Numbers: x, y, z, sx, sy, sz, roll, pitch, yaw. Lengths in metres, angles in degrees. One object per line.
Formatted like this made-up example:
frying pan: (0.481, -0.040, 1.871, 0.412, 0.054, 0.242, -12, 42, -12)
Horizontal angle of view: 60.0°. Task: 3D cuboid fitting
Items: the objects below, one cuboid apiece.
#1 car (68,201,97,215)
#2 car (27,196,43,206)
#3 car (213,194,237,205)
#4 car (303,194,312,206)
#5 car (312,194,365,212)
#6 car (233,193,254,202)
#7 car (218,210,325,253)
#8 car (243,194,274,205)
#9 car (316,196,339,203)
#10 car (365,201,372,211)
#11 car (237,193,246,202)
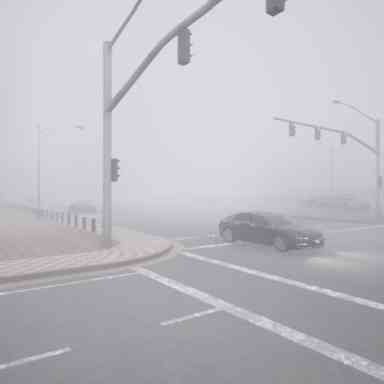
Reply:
car: (-11.308, 1.585, 34.223, 1.994, 1.385, 4.181, 0, 0, -36)
car: (-25.742, 1.442, 54.433, 1.837, 1.490, 4.892, 0, 0, -36)
car: (6.932, 1.479, 70.679, 1.970, 1.475, 3.806, 0, 0, -35)
car: (24.694, 1.257, 64.869, 1.932, 1.855, 4.605, 0, 0, -35)
car: (16.463, 1.217, 37.580, 1.932, 1.855, 4.605, 0, 0, -35)
car: (11.455, 1.247, 73.946, 1.932, 1.855, 4.605, 0, 0, -35)
car: (3.147, 1.565, 14.102, 1.837, 1.490, 4.892, 0, 0, -37)
car: (10.961, 1.469, 55.023, 1.970, 1.475, 3.806, 0, 0, -35)
car: (27.094, 1.473, 66.492, 1.784, 1.438, 3.905, 0, 0, -35)
car: (18.856, 1.225, 39.209, 1.905, 1.878, 3.866, 0, 0, -35)
car: (9.295, 1.453, 72.353, 1.784, 1.438, 3.905, 0, 0, -35)
